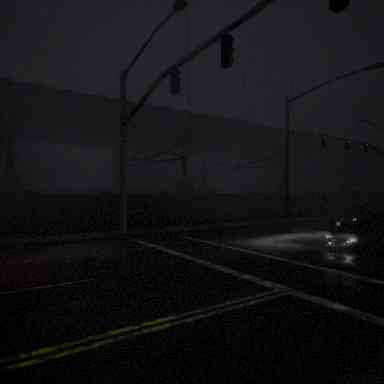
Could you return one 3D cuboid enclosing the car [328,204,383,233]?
[{"bbox_3d":[10.025,1.490,19.690,4.902,1.511,2.128,0,0,-35],"label":"car"}]
